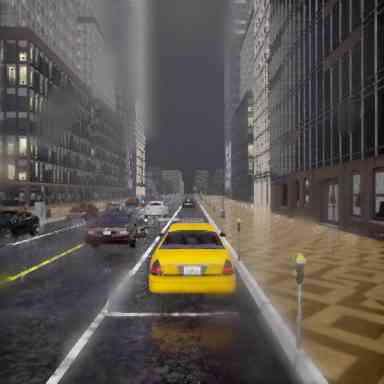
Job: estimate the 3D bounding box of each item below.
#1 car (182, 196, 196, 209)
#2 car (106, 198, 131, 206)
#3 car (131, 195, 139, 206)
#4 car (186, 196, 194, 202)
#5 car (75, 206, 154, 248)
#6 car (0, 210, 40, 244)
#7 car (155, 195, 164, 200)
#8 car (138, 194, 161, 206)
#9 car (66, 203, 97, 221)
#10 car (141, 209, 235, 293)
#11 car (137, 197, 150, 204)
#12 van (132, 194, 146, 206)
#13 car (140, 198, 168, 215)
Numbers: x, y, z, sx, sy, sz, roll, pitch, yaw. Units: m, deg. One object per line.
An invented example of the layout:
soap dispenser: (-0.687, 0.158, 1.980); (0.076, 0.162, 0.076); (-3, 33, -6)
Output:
car: (-0.452, 1.548, 44.248); (1.947, 1.339, 4.313); (0, 0, 0)
car: (-8.833, 1.536, 38.569); (2.008, 1.369, 4.403); (0, 0, 0)
car: (-8.832, 1.522, 49.953); (1.887, 1.381, 4.507); (0, 0, 0)
car: (-0.452, 1.532, 78.399); (1.802, 1.307, 4.206); (0, 0, 0)
car: (-3.145, 1.561, 14.812); (2.033, 1.411, 5.357); (0, 0, 0)
car: (-8.833, 1.563, 15.800); (1.947, 1.339, 4.313); (0, 0, 0)
car: (-8.832, 1.503, 89.799); (1.947, 1.339, 4.313); (0, 0, 0)
car: (-6.146, 1.383, 48.842); (2.097, 1.767, 4.553); (0, 0, 0)
car: (-8.832, 1.574, 27.183); (1.802, 1.307, 4.206); (0, 0, 0)
car: (0.004, 1.456, 8.839); (1.801, 1.575, 5.366); (0, 0, 0)
car: (-8.832, 1.550, 61.338); (1.802, 1.307, 4.206); (0, 0, 0)
van: (-8.831, 1.314, 55.646); (1.690, 1.788, 3.998); (0, 0, 0)
car: (-3.145, 1.525, 29.812); (1.812, 1.442, 4.674); (0, 0, 0)
